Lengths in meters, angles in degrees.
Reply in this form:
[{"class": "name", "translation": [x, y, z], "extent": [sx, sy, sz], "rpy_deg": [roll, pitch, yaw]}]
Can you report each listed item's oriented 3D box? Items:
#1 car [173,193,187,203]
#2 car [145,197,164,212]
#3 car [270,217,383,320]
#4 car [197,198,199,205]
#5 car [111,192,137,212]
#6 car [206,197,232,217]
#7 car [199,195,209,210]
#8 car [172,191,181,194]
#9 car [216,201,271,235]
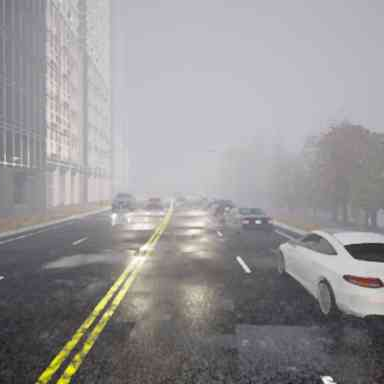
[{"class": "car", "translation": [-1.953, 1.303, 60.001], "extent": [1.994, 1.385, 4.181], "rpy_deg": [0, 0, -4]}, {"class": "car", "translation": [-4.117, 1.325, 37.022], "extent": [1.882, 1.535, 5.008], "rpy_deg": [0, 0, -2]}, {"class": "car", "translation": [3.218, 1.496, 7.170], "extent": [1.812, 1.442, 4.674], "rpy_deg": [0, 0, 0]}, {"class": "car", "translation": [1.814, 1.270, 51.370], "extent": [2.128, 1.511, 4.902], "rpy_deg": [0, 0, -3]}, {"class": "car", "translation": [-7.351, 1.071, 36.465], "extent": [2.150, 2.045, 5.566], "rpy_deg": [0, 1, -2]}, {"class": "car", "translation": [2.772, 1.381, 29.308], "extent": [2.163, 1.488, 4.792], "rpy_deg": [0, 0, -2]}, {"class": "car", "translation": [2.358, 1.376, 40.327], "extent": [2.033, 1.411, 5.357], "rpy_deg": [0, 0, -2]}, {"class": "car", "translation": [-3.661, 0.744, 82.687], "extent": [2.150, 2.045, 5.566], "rpy_deg": [0, 0, -5]}, {"class": "car", "translation": [2.955, 1.472, 18.477], "extent": [2.033, 1.411, 5.357], "rpy_deg": [0, 0, -5]}]
